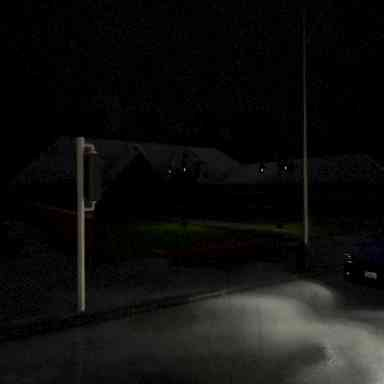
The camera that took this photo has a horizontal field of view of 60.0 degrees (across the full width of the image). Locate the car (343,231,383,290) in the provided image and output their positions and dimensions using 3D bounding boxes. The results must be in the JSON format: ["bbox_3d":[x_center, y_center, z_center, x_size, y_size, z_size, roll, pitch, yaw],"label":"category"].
[{"bbox_3d":[5.808,1.448,8.204,5.008,1.535,1.882,0,0,-32],"label":"car"}]
